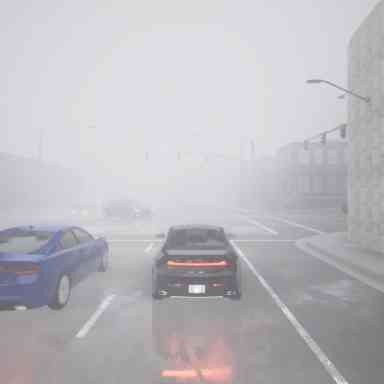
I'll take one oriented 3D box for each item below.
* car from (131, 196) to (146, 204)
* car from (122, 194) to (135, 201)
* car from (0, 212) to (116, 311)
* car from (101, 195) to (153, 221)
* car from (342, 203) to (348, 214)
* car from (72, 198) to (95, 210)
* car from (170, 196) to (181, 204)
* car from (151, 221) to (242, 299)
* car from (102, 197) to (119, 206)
[{"bbox_3d":[-10.354,1.491,64.618,2.128,1.511,4.902,0,0,1],"label":"car"},{"bbox_3d":[-13.793,1.170,72.593,1.812,1.442,4.674,0,0,0],"label":"car"},{"bbox_3d":[-3.401,1.478,7.885,1.882,1.535,5.008,0,0,0],"label":"car"},{"bbox_3d":[-5.293,1.352,27.011,4.553,1.767,2.097,0,0,37],"label":"car"},{"bbox_3d":[14.995,1.015,27.476,5.008,1.535,1.882,-5,0,0],"label":"car"},{"bbox_3d":[-13.966,1.526,43.339,1.812,1.442,4.674,0,0,0],"label":"car"},{"bbox_3d":[-3.211,1.478,65.952,1.882,1.535,5.008,0,0,0],"label":"car"},{"bbox_3d":[0.103,1.505,8.431,1.837,1.490,4.892,0,0,0],"label":"car"},{"bbox_3d":[-13.917,1.563,57.090,1.994,1.385,4.181,0,0,0],"label":"car"}]
